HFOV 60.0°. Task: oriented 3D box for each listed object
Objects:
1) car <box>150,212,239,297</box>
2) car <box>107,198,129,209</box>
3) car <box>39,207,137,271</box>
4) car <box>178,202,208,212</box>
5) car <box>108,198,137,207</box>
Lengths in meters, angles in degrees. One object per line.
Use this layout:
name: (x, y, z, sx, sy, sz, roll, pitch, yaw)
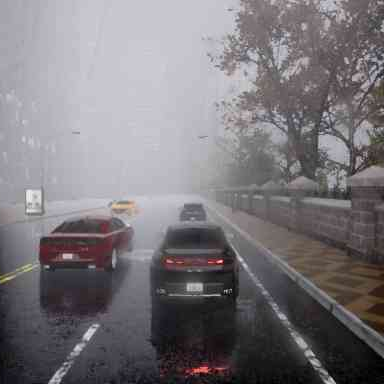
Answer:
car: (0.067, 1.503, 8.529, 1.837, 1.490, 4.892, 0, 0, 0)
car: (-9.757, 1.518, 44.266, 1.895, 1.301, 4.718, 0, 0, 0)
car: (-3.151, 1.475, 10.886, 1.882, 1.535, 5.008, 0, 0, 0)
car: (0.071, 1.504, 24.212, 1.837, 1.490, 4.892, 0, 0, 0)
car: (-6.589, 1.479, 32.467, 1.882, 1.535, 5.008, 0, 0, 0)
